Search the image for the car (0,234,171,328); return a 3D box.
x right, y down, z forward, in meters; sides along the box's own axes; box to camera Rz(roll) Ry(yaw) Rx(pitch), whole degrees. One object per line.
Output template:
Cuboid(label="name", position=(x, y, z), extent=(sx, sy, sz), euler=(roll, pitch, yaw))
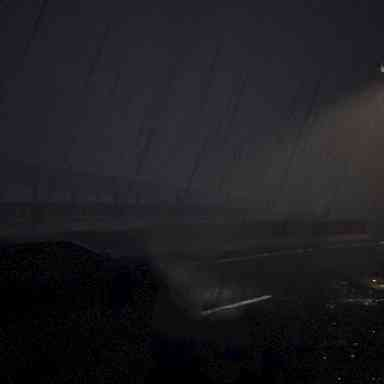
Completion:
Cuboid(label="car", position=(-2.613, 1.529, 6.182), extent=(4.674, 1.442, 1.812), euler=(0, 0, -35))
